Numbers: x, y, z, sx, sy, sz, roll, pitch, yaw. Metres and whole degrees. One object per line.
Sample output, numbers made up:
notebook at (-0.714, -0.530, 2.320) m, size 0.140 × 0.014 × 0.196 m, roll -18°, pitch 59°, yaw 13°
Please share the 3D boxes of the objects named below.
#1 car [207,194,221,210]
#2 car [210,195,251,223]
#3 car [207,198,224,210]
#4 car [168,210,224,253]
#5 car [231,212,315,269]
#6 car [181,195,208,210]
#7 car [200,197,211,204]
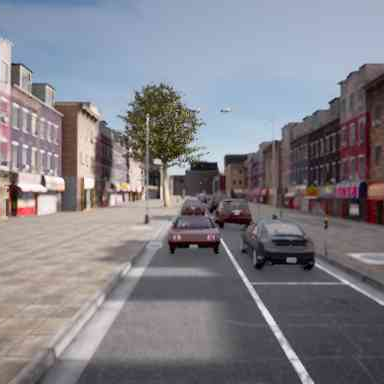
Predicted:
car at (2.989, 1.291, 37.277) m, size 2.150 × 2.045 × 5.566 m, roll 0°, pitch 0°, yaw 0°
car at (2.655, 1.356, 22.102) m, size 2.192 × 1.841 × 5.009 m, roll 1°, pitch 0°, yaw 0°
car at (3.024, 1.549, 44.247) m, size 1.882 × 1.535 × 5.008 m, roll 0°, pitch 0°, yaw 0°
car at (0.083, 1.630, 13.891) m, size 1.895 × 1.301 × 4.718 m, roll 0°, pitch 0°, yaw 0°
car at (2.649, 1.575, 11.020) m, size 2.008 × 1.369 × 4.403 m, roll 1°, pitch 0°, yaw 0°
car at (0.089, 1.405, 30.423) m, size 2.097 × 1.767 × 4.553 m, roll 0°, pitch 0°, yaw 0°
car at (2.661, 1.646, 66.429) m, size 1.887 × 1.381 × 4.507 m, roll 1°, pitch 0°, yaw 0°
